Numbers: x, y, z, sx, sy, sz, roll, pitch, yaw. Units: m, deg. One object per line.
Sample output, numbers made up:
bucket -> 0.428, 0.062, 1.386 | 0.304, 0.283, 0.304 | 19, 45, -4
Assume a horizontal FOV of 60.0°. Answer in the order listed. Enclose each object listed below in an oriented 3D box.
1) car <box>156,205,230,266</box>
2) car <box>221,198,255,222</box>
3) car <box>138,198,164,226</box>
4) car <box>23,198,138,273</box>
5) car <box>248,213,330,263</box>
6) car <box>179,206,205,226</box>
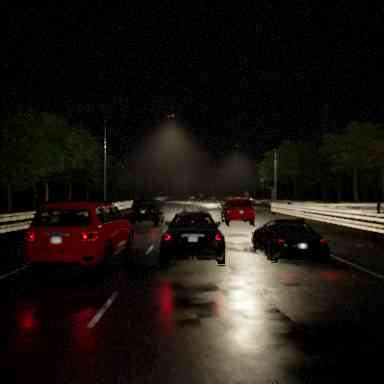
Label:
car -> 0.045, 1.492, 12.286 | 2.097, 1.767, 4.553 | 0, -1, 0
car -> 3.535, 1.510, 26.204 | 2.150, 2.045, 5.566 | 0, 0, 0
car -> -3.465, 1.510, 26.222 | 2.150, 2.045, 5.566 | 0, 0, 0
car -> -3.467, 1.352, 11.237 | 2.150, 2.045, 5.566 | 0, 0, 0
car -> 3.548, 1.708, 12.599 | 1.994, 1.385, 4.181 | 0, -1, 0
car -> 0.042, 1.893, 26.734 | 1.895, 1.301, 4.718 | 0, -1, 1
